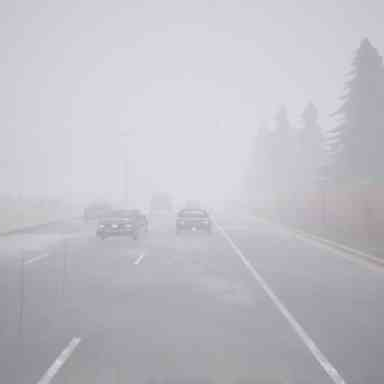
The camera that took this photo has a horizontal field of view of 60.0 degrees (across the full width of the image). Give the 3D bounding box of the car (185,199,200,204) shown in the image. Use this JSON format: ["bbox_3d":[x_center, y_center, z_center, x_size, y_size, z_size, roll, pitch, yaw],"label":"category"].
[{"bbox_3d":[0.080,1.572,41.437,1.994,1.385,4.181,0,0,0],"label":"car"}]

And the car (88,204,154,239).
[{"bbox_3d":[-3.409,1.551,17.150,2.033,1.411,5.357,0,0,0],"label":"car"}]

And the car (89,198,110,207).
[{"bbox_3d":[-14.092,1.574,50.827,1.994,1.385,4.181,0,0,0],"label":"car"}]

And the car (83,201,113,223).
[{"bbox_3d":[-6.912,1.496,25.865,2.128,1.511,4.902,0,0,0],"label":"car"}]

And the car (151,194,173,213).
[{"bbox_3d":[-3.432,1.229,37.796,2.150,2.045,5.566,0,0,-1],"label":"car"}]

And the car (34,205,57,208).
[{"bbox_3d":[-17.562,1.555,40.898,2.033,1.411,5.357,0,0,1],"label":"car"}]

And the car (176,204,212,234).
[{"bbox_3d":[0.090,1.605,19.297,1.895,1.301,4.718,0,0,0],"label":"car"}]
